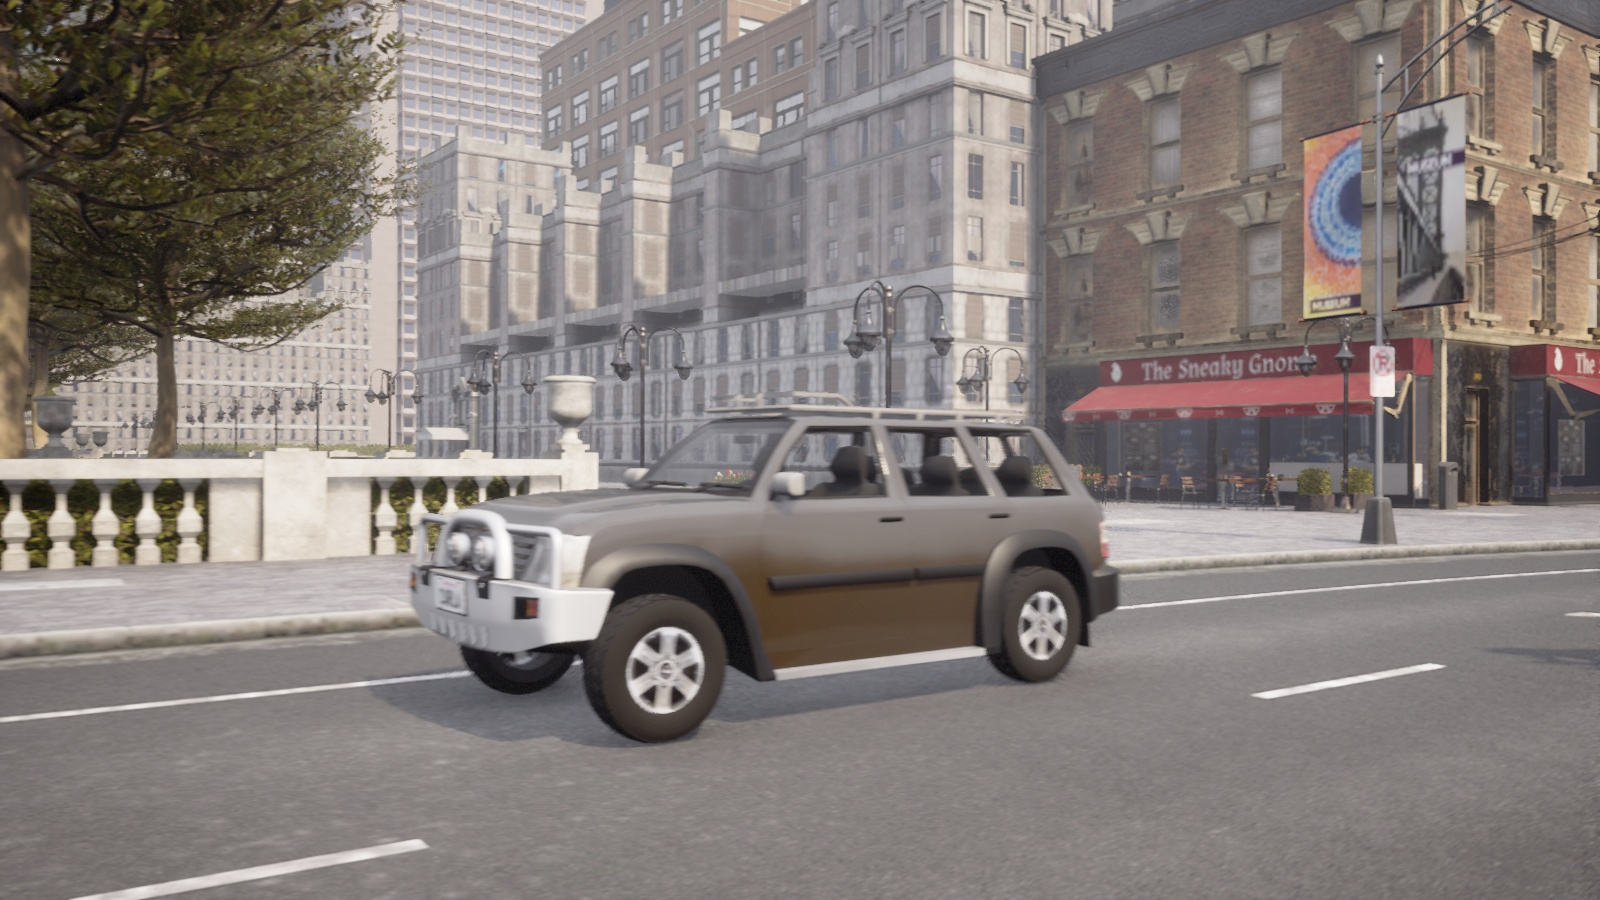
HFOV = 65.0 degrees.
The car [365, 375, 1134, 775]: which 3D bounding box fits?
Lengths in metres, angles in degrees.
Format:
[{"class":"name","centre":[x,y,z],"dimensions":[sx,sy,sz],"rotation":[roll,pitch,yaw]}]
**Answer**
[{"class":"car","centre":[-0.129,0.589,7.988],"dimensions":[4.605,1.855,1.932],"rotation":[0,0,-37]}]
